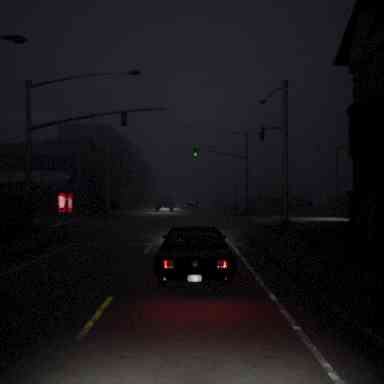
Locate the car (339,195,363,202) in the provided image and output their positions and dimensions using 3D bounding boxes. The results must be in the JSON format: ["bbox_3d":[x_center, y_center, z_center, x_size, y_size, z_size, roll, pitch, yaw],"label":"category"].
[{"bbox_3d":[39.952,1.684,83.435,5.027,1.636,2.152,0,0,0],"label":"car"}]

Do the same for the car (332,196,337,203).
[{"bbox_3d":[32.282,1.625,71.586,3.633,1.501,1.845,0,0,0],"label":"car"}]

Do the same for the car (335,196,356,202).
[{"bbox_3d":[39.898,1.706,86.572,4.514,1.523,2.007,0,0,0],"label":"car"}]

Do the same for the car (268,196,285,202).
[{"bbox_3d":[21.286,1.738,83.575,3.806,1.475,1.970,0,0,0],"label":"car"}]

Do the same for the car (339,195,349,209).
[{"bbox_3d":[21.528,1.485,42.192,4.514,1.523,2.007,0,0,0],"label":"car"}]

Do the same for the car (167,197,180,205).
[{"bbox_3d":[-3.538,1.809,64.759,2.033,1.411,5.357,0,0,1],"label":"car"}]

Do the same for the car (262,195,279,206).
[{"bbox_3d":[14.152,1.381,52.270,5.027,1.636,2.152,0,0,0],"label":"car"}]

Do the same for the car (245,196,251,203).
[{"bbox_3d":[13.734,1.388,67.970,4.605,1.855,1.932,0,0,0],"label":"car"}]

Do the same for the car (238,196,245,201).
[{"bbox_3d":[13.864,1.739,86.553,3.633,1.501,1.845,0,0,0],"label":"car"}]

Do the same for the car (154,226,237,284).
[{"bbox_3d":[0.065,1.640,9.624,1.895,1.301,4.718,0,0,0],"label":"car"}]

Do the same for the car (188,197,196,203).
[{"bbox_3d":[-0.019,1.811,76.980,1.837,1.490,4.892,0,0,0],"label":"car"}]

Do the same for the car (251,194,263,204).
[{"bbox_3d":[14.147,1.356,65.065,3.866,1.878,1.905,0,0,0],"label":"car"}]

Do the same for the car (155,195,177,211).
[{"bbox_3d":[-3.606,1.400,44.233,2.150,2.045,5.566,0,0,0],"label":"car"}]

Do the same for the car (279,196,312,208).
[{"bbox_3d":[14.478,1.433,45.853,3.806,1.475,1.970,0,0,0],"label":"car"}]

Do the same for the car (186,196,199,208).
[{"bbox_3d":[0.088,1.704,52.566,2.128,1.511,4.902,0,0,0],"label":"car"}]

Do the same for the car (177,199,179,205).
[{"bbox_3d":[-3.597,1.821,54.466,1.895,1.301,4.718,0,0,0],"label":"car"}]
